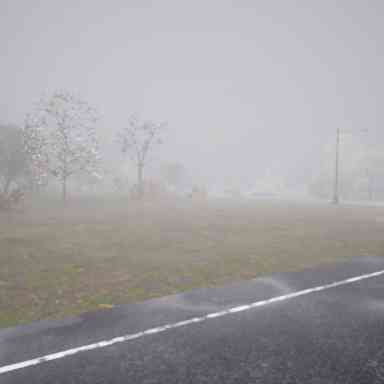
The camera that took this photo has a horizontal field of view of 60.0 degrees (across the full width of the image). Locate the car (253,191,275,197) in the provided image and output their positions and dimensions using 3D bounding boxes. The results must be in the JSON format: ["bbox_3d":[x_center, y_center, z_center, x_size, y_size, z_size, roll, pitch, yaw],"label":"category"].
[{"bbox_3d":[14.880,0.357,69.217,1.895,1.301,4.718,1,1,-34],"label":"car"}]

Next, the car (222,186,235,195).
[{"bbox_3d":[9.266,-0.358,77.485,2.150,2.045,5.566,1,1,-34],"label":"car"}]
